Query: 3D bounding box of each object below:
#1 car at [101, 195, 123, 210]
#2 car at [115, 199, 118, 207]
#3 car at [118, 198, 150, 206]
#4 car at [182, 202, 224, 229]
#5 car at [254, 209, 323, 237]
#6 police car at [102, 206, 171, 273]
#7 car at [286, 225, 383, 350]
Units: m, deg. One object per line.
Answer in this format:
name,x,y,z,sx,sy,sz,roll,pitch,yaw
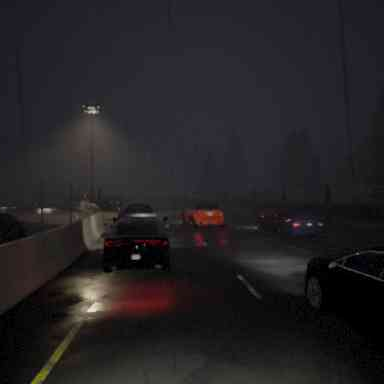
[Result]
car,-10.639,1.456,44.738,2.150,2.045,5.566,0,0,-27
car,-4.958,1.597,27.006,1.801,1.575,5.366,0,0,-16
car,-3.421,1.461,20.937,2.097,1.767,4.553,0,0,-12
car,0.656,1.472,23.096,2.097,1.767,4.553,0,0,-13
car,5.241,1.643,18.613,2.033,1.411,5.357,0,0,-10
police car,-1.754,1.484,11.153,1.930,1.638,5.238,0,0,-7
car,3.284,1.516,4.834,2.128,1.511,4.902,0,0,-3
